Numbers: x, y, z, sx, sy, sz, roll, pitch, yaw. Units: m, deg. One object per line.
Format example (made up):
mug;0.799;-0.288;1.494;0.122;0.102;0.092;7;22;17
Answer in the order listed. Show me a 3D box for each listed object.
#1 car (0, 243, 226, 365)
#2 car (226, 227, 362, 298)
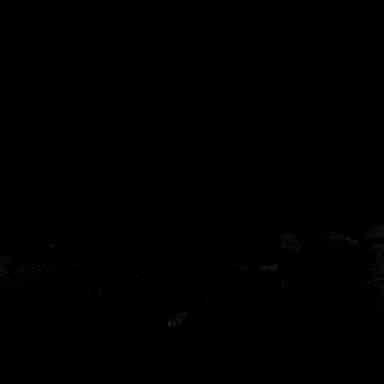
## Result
car;-1.790;1.563;5.258;4.313;1.339;1.947;0;0;-35
car;2.693;1.570;8.446;4.206;1.307;1.802;0;0;-35
